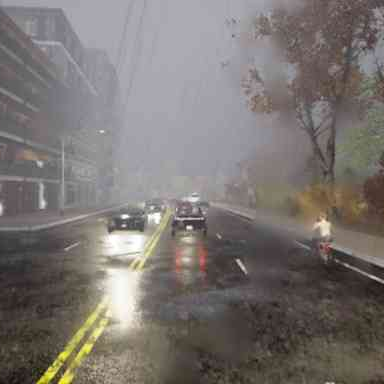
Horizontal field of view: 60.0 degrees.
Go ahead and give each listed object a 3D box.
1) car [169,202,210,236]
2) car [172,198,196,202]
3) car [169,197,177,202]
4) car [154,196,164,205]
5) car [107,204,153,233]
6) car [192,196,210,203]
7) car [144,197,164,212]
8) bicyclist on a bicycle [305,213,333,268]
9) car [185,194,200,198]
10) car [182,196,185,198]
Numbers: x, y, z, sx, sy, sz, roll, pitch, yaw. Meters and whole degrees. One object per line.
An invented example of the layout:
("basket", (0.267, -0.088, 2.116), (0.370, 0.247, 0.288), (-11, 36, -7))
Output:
("car", (-0.199, 1.535, 18.732), (2.128, 1.511, 4.902), (0, 0, -2))
("car", (-0.950, 1.643, 36.738), (1.994, 1.385, 4.181), (0, 0, -3))
("car", (-4.032, 1.736, 73.713), (1.895, 1.301, 4.718), (0, 0, -6))
("car", (-6.125, 1.605, 61.893), (1.882, 1.535, 5.008), (0, 0, -5))
("car", (-3.686, 1.612, 19.744), (1.994, 1.385, 4.181), (0, 0, -2))
("car", (1.501, 1.700, 49.509), (1.895, 1.301, 4.718), (0, 0, -4))
("car", (-4.537, 1.579, 39.345), (2.128, 1.511, 4.902), (0, 0, -3))
("bicyclist on a bicycle", (4.065, 1.459, 10.446), (0.866, 1.612, 1.509), (0, 0, -1))
("car", (0.373, 1.342, 62.550), (2.150, 2.045, 5.566), (0, 0, -5))
("car", (-1.250, 1.666, 78.092), (1.812, 1.442, 4.674), (0, 0, -7))
